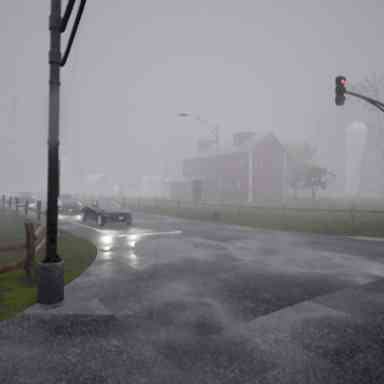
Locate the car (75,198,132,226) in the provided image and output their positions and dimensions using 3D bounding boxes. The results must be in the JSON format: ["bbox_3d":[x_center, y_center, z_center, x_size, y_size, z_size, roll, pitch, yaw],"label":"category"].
[{"bbox_3d":[-5.444,1.175,20.819,1.882,1.535,5.008,1,0,-35],"label":"car"}]

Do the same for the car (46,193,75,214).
[{"bbox_3d":[-11.130,0.921,28.831,2.097,1.767,4.553,1,0,-35],"label":"car"}]

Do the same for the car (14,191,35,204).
[{"bbox_3d":[-22.964,0.653,45.599,2.097,1.767,4.553,1,0,-35],"label":"car"}]
